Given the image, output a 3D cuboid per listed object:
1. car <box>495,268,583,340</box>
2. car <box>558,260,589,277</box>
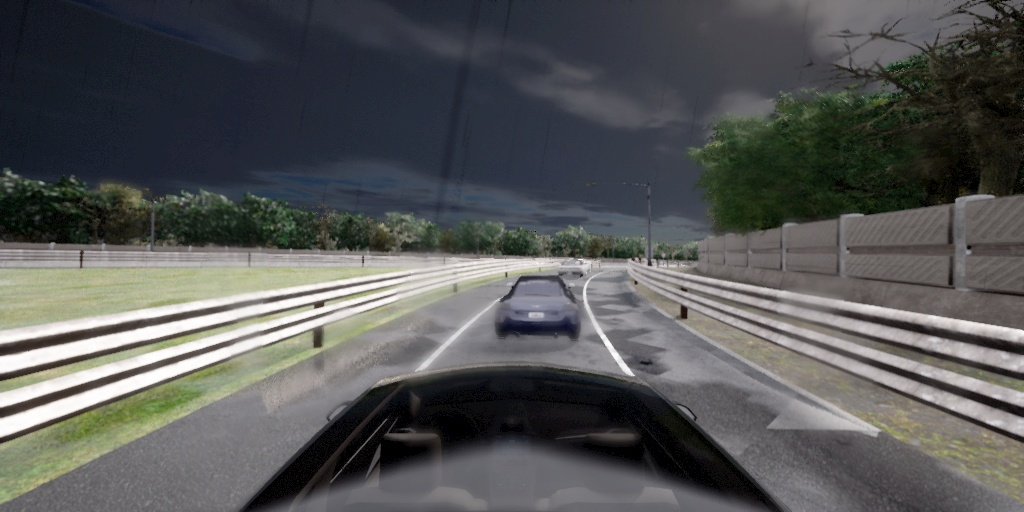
[{"bbox_3d":[0.758,1.207,9.685,1.994,1.385,4.181,0,1,7],"label":"car"},{"bbox_3d":[5.023,0.982,28.810,1.895,1.301,4.718,-1,0,18],"label":"car"}]
